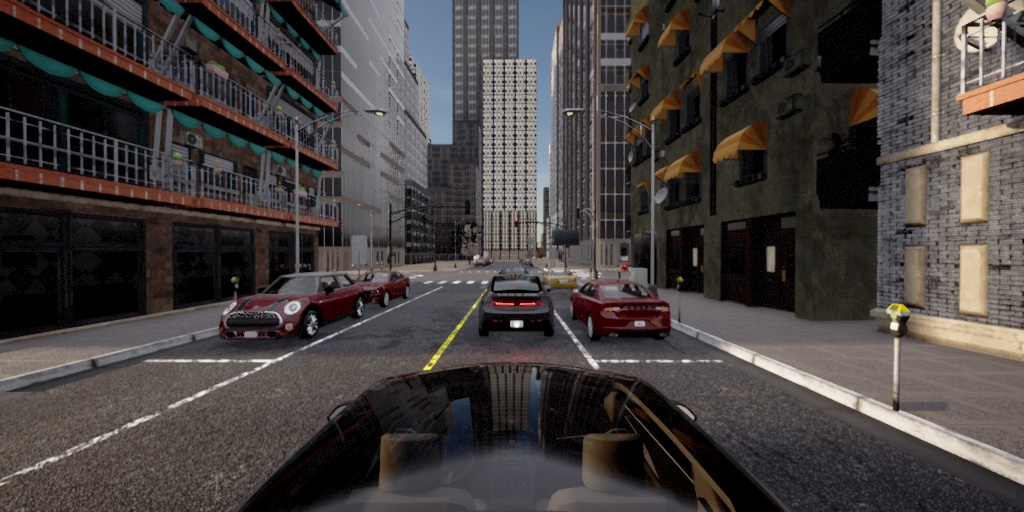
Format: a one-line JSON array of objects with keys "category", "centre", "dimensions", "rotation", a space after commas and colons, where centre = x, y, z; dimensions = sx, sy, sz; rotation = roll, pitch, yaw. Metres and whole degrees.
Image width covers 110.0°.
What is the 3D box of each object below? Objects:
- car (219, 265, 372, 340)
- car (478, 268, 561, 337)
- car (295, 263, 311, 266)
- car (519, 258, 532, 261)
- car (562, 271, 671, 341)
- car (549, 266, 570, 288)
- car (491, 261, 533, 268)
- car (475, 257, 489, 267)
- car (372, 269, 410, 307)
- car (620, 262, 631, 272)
[{"category": "car", "centre": [-5.684, 1.185, 9.793], "dimensions": [1.967, 1.591, 4.097], "rotation": [0, 0, 0]}, {"category": "car", "centre": [0.108, 1.250, 10.322], "dimensions": [1.837, 1.490, 4.892], "rotation": [0, 0, 0]}, {"category": "car", "centre": [-23.796, 1.478, 39.667], "dimensions": [4.097, 1.591, 1.967], "rotation": [0, 0, 0]}, {"category": "car", "centre": [2.753, 1.159, 64.344], "dimensions": [1.967, 1.591, 4.097], "rotation": [0, 0, 0]}, {"category": "car", "centre": [2.698, 1.290, 9.771], "dimensions": [1.888, 1.381, 4.507], "rotation": [0, 0, 0]}, {"category": "car", "centre": [2.709, 1.264, 20.988], "dimensions": [1.751, 1.417, 4.829], "rotation": [0, 0, 0]}, {"category": "car", "centre": [0.118, 1.231, 20.456], "dimensions": [2.128, 1.511, 4.902], "rotation": [0, 0, 0]}, {"category": "car", "centre": [-5.627, 1.264, 64.354], "dimensions": [1.888, 1.381, 4.507], "rotation": [0, 0, 0]}, {"category": "car", "centre": [-5.678, 1.287, 15.317], "dimensions": [1.888, 1.381, 4.507], "rotation": [0, 0, 0]}, {"category": "car", "centre": [14.301, 0.988, 39.948], "dimensions": [4.507, 1.381, 1.888], "rotation": [0, 0, 0]}]
